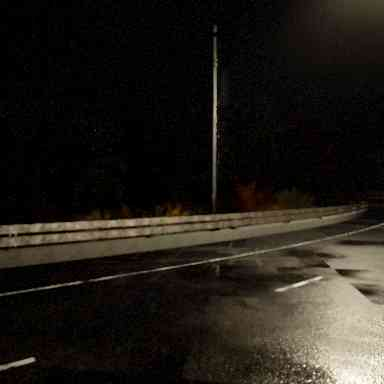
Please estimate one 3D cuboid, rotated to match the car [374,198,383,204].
[{"bbox_3d":[46.499,2.096,81.506,2.128,1.511,4.902,0,0,5],"label":"car"}]
